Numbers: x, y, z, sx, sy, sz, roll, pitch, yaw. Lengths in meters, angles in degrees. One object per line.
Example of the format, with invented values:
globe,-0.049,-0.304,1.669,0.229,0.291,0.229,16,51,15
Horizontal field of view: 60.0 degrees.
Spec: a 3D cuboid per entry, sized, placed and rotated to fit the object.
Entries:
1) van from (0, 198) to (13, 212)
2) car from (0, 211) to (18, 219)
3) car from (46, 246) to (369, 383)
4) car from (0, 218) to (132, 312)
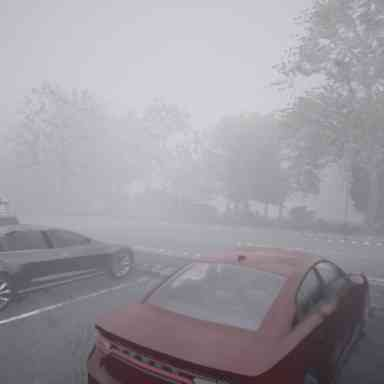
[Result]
van,-7.941,1.190,10.962,1.878,1.987,4.442,0,0,36
car,-5.752,1.470,9.253,2.002,1.452,4.674,0,0,36
car,1.024,1.472,4.410,2.097,1.535,5.008,0,0,36
car,-3.473,1.473,7.665,2.163,1.488,4.792,0,0,35
